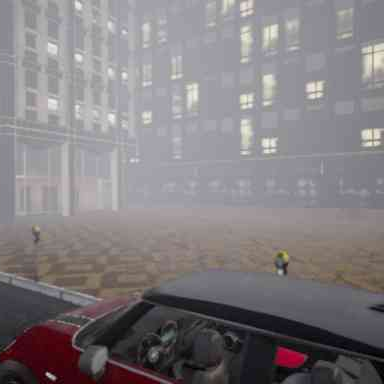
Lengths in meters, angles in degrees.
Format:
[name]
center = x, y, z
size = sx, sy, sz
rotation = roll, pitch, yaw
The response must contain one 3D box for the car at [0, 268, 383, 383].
[car]
center = 0.117, 1.417, 2.800
size = 4.097, 1.590, 1.967
rotation = 0, 0, 34
